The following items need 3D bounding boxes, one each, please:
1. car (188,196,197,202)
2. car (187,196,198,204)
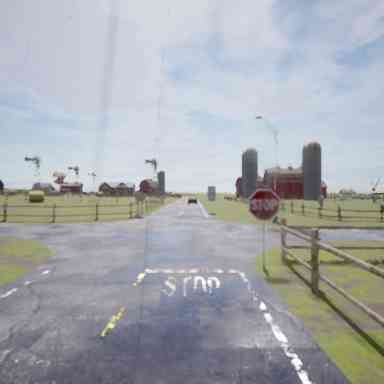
[{"bbox_3d":[0.127,1.579,76.095,1.994,1.385,4.181,0,0,0],"label":"car"},{"bbox_3d":[0.109,1.644,65.673,1.882,1.535,5.008,0,0,0],"label":"car"}]
